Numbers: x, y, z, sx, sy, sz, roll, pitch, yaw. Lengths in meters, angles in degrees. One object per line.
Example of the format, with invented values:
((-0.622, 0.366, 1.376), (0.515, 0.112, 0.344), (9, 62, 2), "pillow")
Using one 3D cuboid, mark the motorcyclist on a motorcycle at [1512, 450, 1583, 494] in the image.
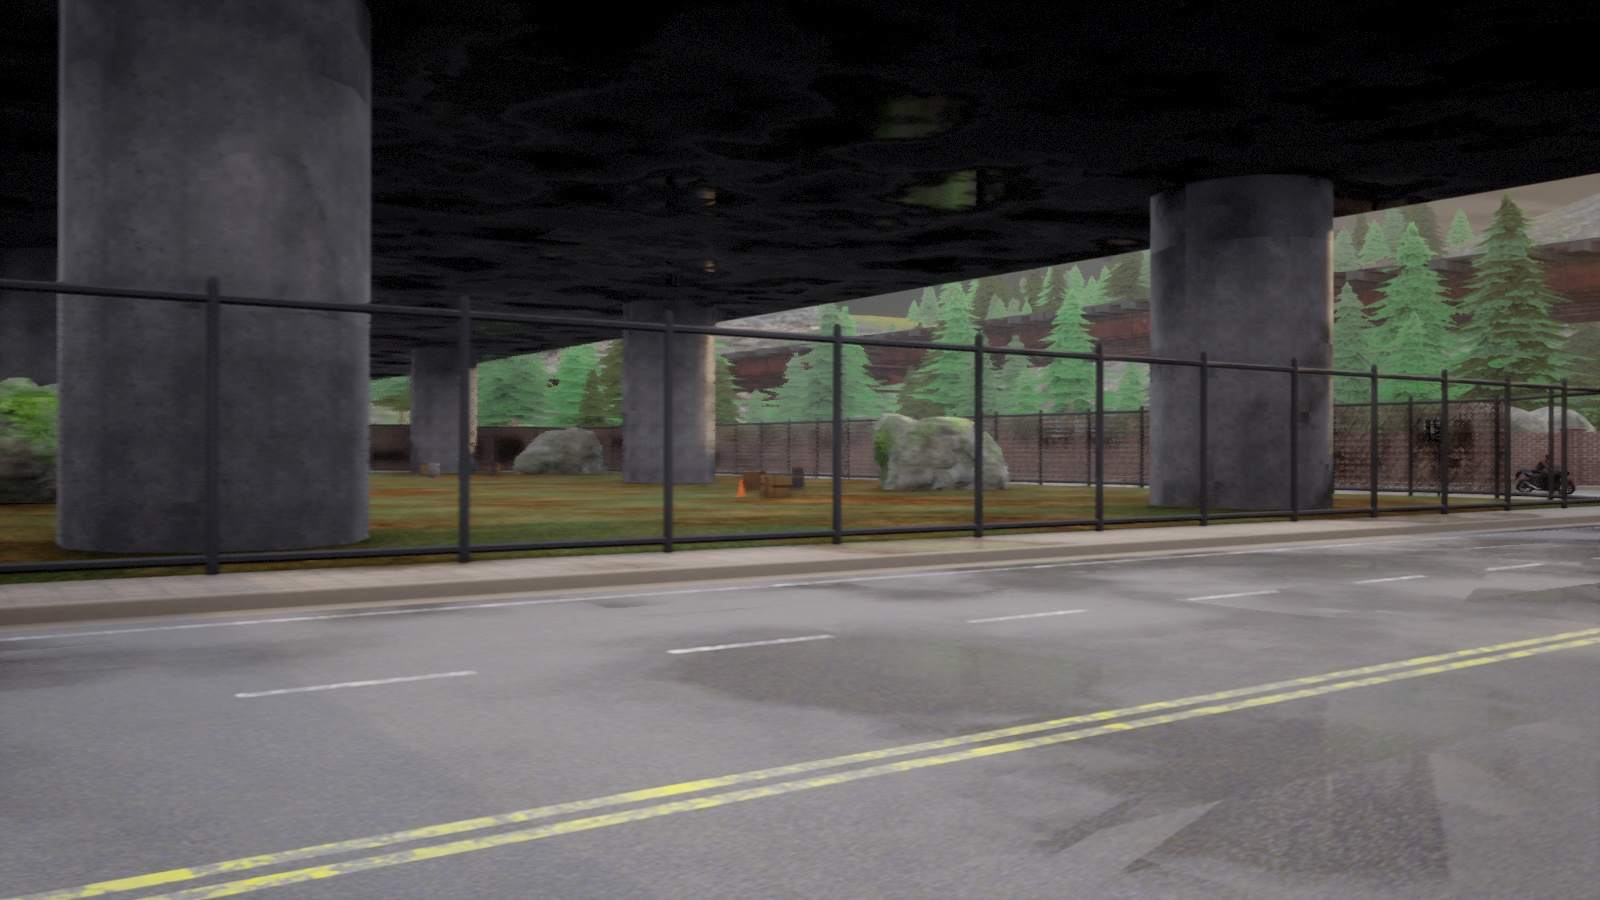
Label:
((26.753, 0.781, 44.978), (0.797, 1.523, 2.044), (0, 0, -35), "motorcyclist on a motorcycle")
